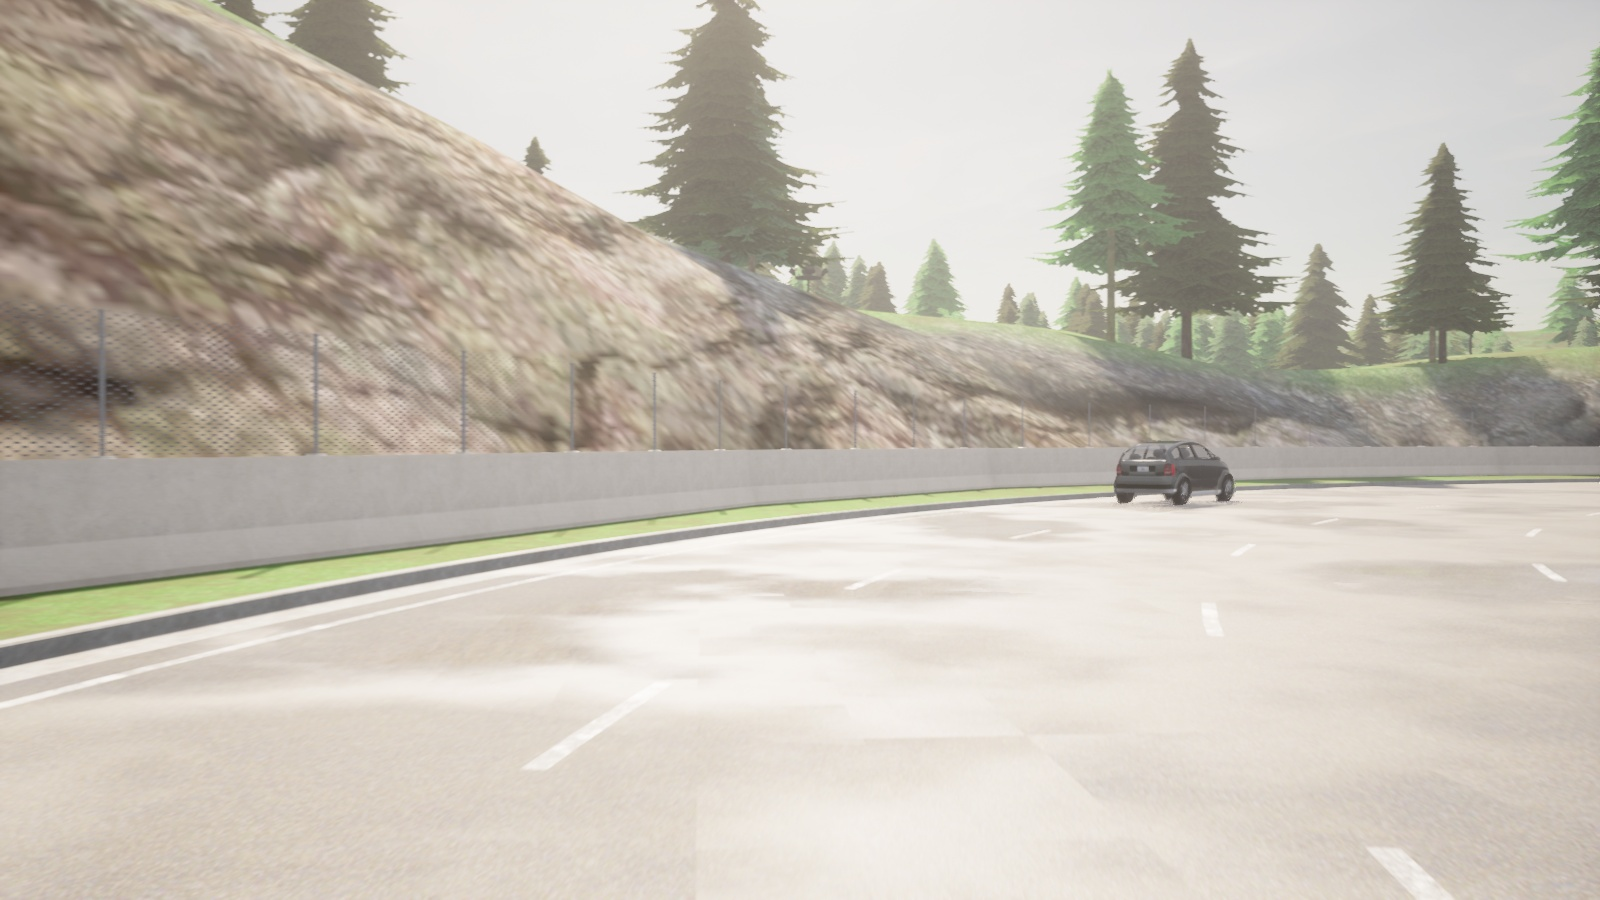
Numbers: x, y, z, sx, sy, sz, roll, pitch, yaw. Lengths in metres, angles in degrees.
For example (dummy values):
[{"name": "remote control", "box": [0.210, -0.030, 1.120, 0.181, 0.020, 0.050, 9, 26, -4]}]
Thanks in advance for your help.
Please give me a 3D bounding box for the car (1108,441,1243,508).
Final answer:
[{"name": "car", "box": [9.405, 0.562, 31.304, 1.789, 1.549, 3.705, 0, 0, 42]}]
